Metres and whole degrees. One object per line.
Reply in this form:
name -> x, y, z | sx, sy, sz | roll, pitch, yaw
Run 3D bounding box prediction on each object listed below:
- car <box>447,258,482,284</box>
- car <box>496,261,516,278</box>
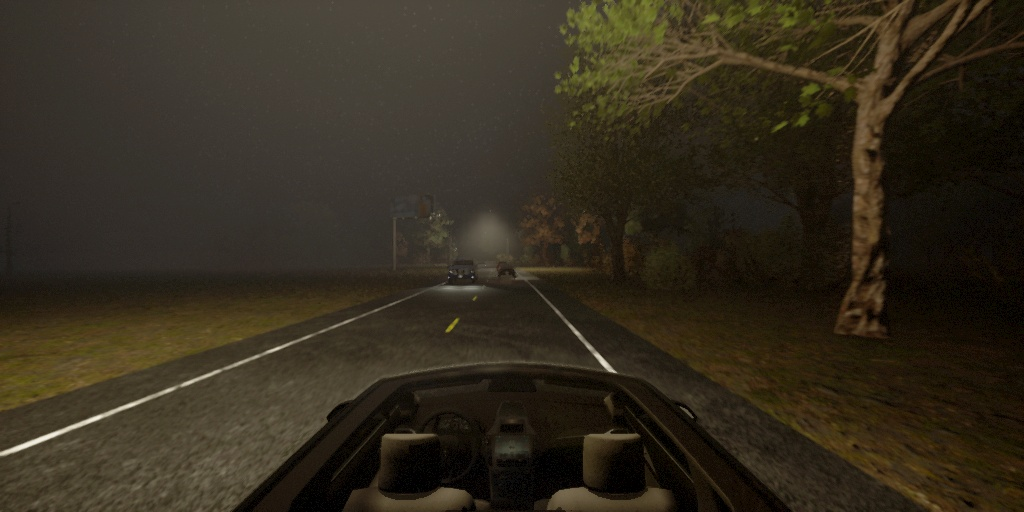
car -> -3.990, 1.217, 29.984 | 2.150, 2.045, 5.566 | 0, -1, -2
car -> -0.587, 1.565, 38.773 | 1.812, 1.442, 4.674 | 0, 0, -2
